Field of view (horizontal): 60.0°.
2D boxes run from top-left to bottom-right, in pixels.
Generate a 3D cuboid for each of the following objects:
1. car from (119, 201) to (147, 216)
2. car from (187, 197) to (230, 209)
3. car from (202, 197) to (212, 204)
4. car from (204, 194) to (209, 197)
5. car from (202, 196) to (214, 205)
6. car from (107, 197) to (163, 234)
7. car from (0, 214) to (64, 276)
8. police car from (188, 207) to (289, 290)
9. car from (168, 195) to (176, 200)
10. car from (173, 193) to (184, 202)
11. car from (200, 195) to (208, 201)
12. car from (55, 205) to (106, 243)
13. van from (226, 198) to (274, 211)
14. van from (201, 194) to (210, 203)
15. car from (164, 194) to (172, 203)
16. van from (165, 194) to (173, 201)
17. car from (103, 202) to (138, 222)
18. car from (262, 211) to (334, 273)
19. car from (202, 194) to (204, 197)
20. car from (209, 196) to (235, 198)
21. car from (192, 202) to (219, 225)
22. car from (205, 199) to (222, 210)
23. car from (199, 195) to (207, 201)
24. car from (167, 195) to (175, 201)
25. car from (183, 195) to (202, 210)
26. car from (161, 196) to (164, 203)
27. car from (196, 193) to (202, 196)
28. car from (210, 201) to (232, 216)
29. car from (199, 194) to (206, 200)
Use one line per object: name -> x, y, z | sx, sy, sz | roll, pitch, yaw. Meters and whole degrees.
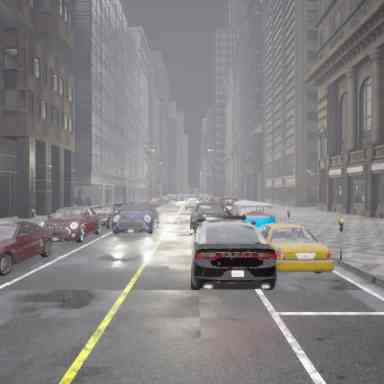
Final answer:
car -> -5.708, 1.570, 32.665 | 1.947, 1.339, 4.313 | 0, 0, 0
car -> 0.932, 1.351, 19.070 | 2.097, 1.767, 4.553 | 0, 0, 0
car -> 2.877, 1.605, 66.273 | 1.802, 1.307, 4.206 | 0, 0, 0
car -> 2.826, 1.321, 38.264 | 2.192, 1.841, 5.009 | 0, 0, 0
car -> 2.866, 1.460, 60.671 | 1.967, 1.590, 4.097 | 0, 0, 0
car -> -3.068, 1.352, 18.919 | 2.097, 1.767, 4.553 | 0, 0, 0
car -> -5.748, 1.581, 10.257 | 1.802, 1.307, 4.206 | 0, 0, 0
police car -> 0.915, 1.425, 9.209 | 1.930, 1.638, 5.238 | 0, 0, 0
car -> -5.599, 1.586, 94.288 | 1.887, 1.381, 4.507 | 0, 0, 0
car -> -2.868, 1.520, 74.445 | 2.128, 1.511, 4.902 | 0, 0, 0
car -> 2.906, 1.578, 83.078 | 1.887, 1.381, 4.507 | 0, 0, 0
car -> -5.738, 1.440, 15.859 | 1.967, 1.590, 4.097 | 0, 0, 0
van -> 2.786, 1.341, 15.858 | 1.690, 1.788, 3.998 | 0, 0, 0
van -> 2.886, 1.367, 71.874 | 1.690, 1.788, 3.998 | 0, 0, 0
car -> -5.649, 1.463, 66.278 | 1.967, 1.590, 4.097 | 0, 0, 0
van -> -5.620, 1.375, 83.085 | 1.690, 1.788, 3.998 | 0, 0, 0
car -> -5.718, 1.568, 27.063 | 1.947, 1.339, 4.313 | 0, 0, 0
car -> 2.777, 1.525, 10.426 | 1.752, 1.417, 4.829 | 0, 0, 0
car -> 2.846, 1.453, 49.468 | 1.967, 1.590, 4.097 | 0, 0, 0
car -> 2.806, 1.317, 27.061 | 2.192, 1.841, 5.009 | 0, 0, 0
car -> 0.944, 1.527, 25.100 | 1.812, 1.442, 4.674 | 0, 0, 0
car -> 2.837, 1.575, 43.866 | 1.947, 1.339, 4.313 | 0, 0, 0
car -> 2.916, 1.582, 88.681 | 1.887, 1.381, 4.507 | 0, 0, 0
car -> -5.609, 1.582, 88.687 | 1.887, 1.381, 4.507 | 0, 0, 0
car -> 0.100, 1.535, 43.716 | 1.812, 1.442, 4.674 | 0, 0, 1
car -> -5.679, 1.557, 49.472 | 1.887, 1.381, 4.507 | 0, 0, 0
car -> 0.100, 1.369, 55.800 | 2.097, 1.767, 4.553 | 0, 0, 0
car -> 2.817, 1.586, 32.663 | 1.802, 1.307, 4.206 | 0, 0, 0
car -> 2.926, 1.481, 94.282 | 1.967, 1.590, 4.097 | 0, 0, 0
